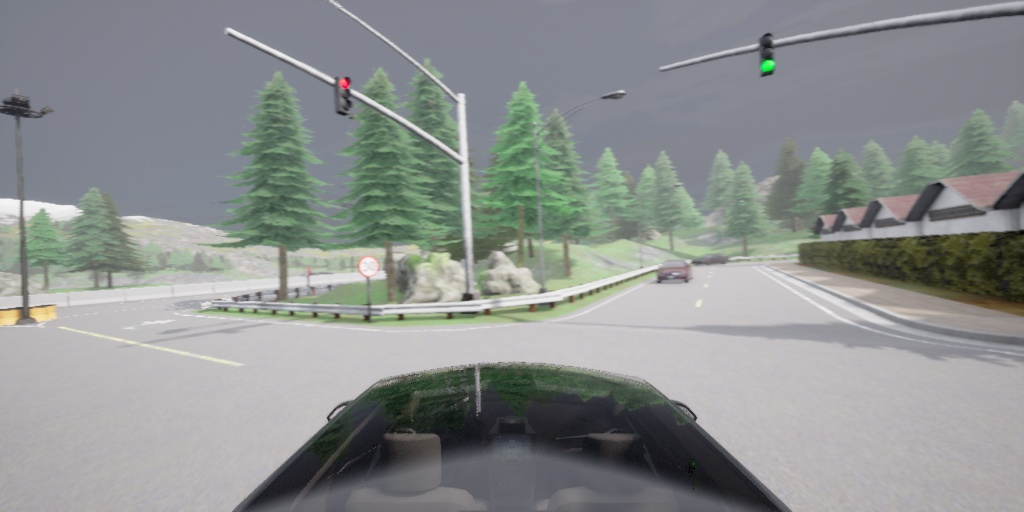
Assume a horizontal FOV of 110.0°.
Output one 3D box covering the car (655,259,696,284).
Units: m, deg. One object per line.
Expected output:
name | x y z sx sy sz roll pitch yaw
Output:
car | 10.706 0.961 23.552 1.812 1.442 4.674 -3 0 30

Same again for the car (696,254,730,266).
car | 23.751 0.424 42.999 5.357 1.411 2.033 -3 0 -28
